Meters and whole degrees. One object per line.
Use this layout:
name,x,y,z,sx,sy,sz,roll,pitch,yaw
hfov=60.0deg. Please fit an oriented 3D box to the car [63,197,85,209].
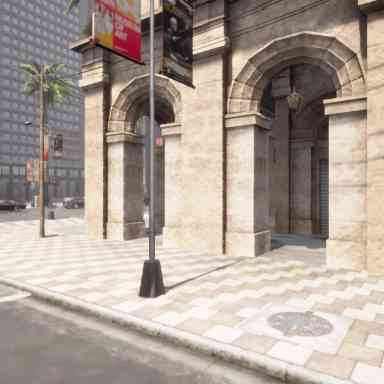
car,-15.103,1.505,45.472,1.837,1.490,4.892,0,0,36

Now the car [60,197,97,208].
car,-16.554,1.513,48.755,2.161,1.482,4.786,0,0,35

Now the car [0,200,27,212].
car,-21.159,1.601,37.037,1.895,1.301,4.718,0,0,36

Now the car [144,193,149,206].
car,-9.039,1.222,53.905,2.150,2.045,5.566,0,0,35
